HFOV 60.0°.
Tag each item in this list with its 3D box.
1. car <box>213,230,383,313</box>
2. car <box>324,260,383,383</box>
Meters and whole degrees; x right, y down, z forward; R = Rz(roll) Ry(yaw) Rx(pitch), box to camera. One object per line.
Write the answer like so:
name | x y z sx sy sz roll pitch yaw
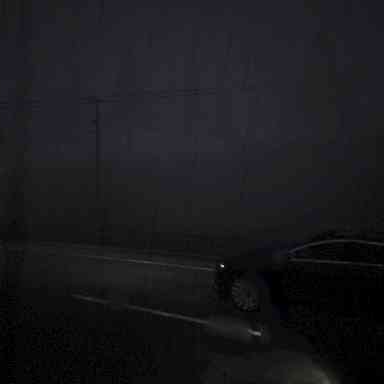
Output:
car | 2.737 1.457 6.049 4.902 1.511 2.128 0 0 33
car | 3.632 1.512 1.444 5.357 1.411 2.033 0 0 36
